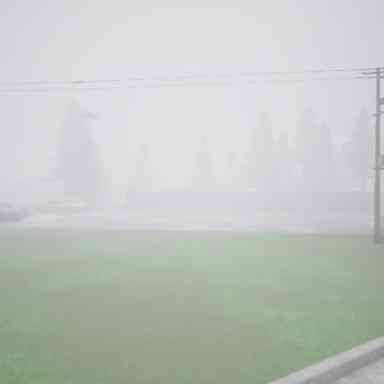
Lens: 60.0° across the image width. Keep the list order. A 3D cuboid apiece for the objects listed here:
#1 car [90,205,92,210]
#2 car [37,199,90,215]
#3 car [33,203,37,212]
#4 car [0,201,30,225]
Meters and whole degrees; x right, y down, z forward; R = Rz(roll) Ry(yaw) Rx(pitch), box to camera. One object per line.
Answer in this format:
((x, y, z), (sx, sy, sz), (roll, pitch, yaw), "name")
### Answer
((-13.414, 1.506, 36.789), (4.674, 1.442, 1.812), (0, 0, 5), "car")
((-13.220, 1.450, 33.244), (5.008, 1.535, 1.882), (0, 0, 6), "car")
((-15.393, 1.443, 26.421), (4.892, 1.490, 1.837), (0, 0, 6), "car")
((-14.217, 1.416, 22.791), (5.008, 1.535, 1.882), (0, 0, 6), "car")
